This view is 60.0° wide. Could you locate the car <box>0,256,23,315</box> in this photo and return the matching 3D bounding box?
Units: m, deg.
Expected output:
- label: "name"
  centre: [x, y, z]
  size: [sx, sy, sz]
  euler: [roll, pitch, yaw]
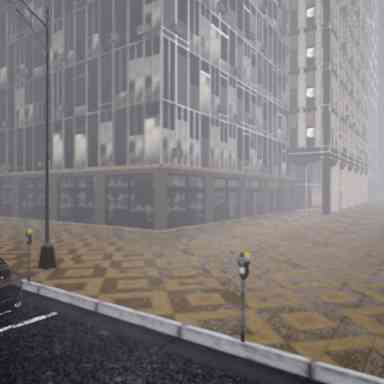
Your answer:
- label: "car"
  centre: [-4.968, 1.607, 6.398]
  size: [4.403, 1.369, 2.008]
  euler: [-1, 0, 35]
